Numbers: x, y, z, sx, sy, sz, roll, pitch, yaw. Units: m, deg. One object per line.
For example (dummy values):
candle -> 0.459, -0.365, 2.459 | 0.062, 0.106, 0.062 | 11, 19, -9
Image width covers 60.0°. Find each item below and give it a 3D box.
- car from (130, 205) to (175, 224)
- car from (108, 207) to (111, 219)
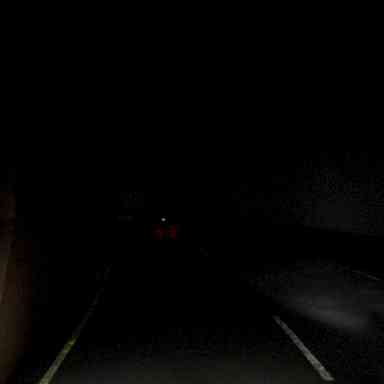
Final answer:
car -> -3.107, 1.630, 25.079 | 1.895, 1.301, 4.718 | 0, 0, -30
car -> -8.273, 1.399, 26.650 | 2.097, 1.767, 4.553 | 0, 0, -37
